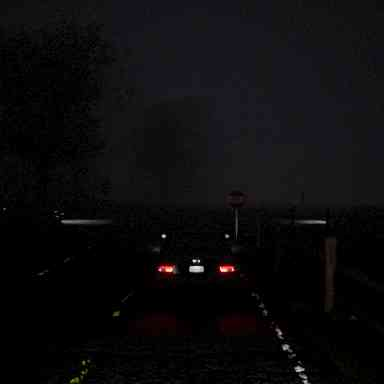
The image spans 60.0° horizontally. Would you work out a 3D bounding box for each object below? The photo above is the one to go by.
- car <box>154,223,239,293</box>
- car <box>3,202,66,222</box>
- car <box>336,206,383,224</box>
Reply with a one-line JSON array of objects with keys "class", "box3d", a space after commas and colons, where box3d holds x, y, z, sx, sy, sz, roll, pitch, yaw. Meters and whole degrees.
[{"class": "car", "box3d": [0.096, 1.547, 8.984, 2.033, 1.411, 5.357, 0, 0, 0]}, {"class": "car", "box3d": [-11.504, 1.411, 24.477, 4.181, 1.385, 1.994, 1, 0, 2]}, {"class": "car", "box3d": [13.761, 1.784, 26.414, 4.181, 1.385, 1.994, 1, 0, 2]}]
